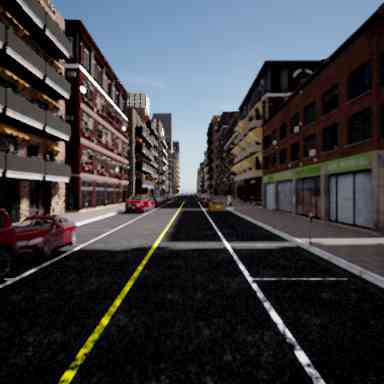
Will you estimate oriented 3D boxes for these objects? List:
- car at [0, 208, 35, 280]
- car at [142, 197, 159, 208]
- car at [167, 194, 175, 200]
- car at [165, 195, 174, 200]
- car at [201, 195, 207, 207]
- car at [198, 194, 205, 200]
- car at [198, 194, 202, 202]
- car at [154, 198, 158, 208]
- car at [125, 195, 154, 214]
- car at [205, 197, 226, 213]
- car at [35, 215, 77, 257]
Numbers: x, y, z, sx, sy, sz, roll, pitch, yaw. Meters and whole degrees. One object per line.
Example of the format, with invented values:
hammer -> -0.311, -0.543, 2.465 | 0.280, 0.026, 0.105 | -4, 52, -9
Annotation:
car -> -5.698, 1.305, 7.075 | 2.192, 1.841, 5.009 | 0, 0, 0
car -> -5.766, 1.464, 46.530 | 1.887, 1.381, 4.507 | 0, 0, 0
car -> -5.842, 1.382, 91.619 | 2.008, 1.369, 4.403 | 0, 0, 0
car -> -5.832, 1.394, 85.982 | 2.008, 1.369, 4.403 | 0, 0, 0
car -> 2.615, 1.461, 46.540 | 1.887, 1.381, 4.507 | 0, 0, 0
car -> 2.539, 1.354, 91.799 | 1.752, 1.417, 4.829 | 0, 0, 0
car -> 2.577, 1.424, 69.084 | 2.008, 1.369, 4.403 | 0, 0, 0
car -> -5.756, 1.370, 40.893 | 1.967, 1.590, 4.097 | 0, 0, 0
car -> -5.746, 1.255, 35.257 | 2.192, 1.841, 5.009 | 0, 0, 0
car -> 2.633, 1.462, 35.437 | 1.752, 1.417, 4.829 | 0, 0, 0
car -> -5.709, 1.562, 12.712 | 1.802, 1.307, 4.206 | 0, 0, 0
